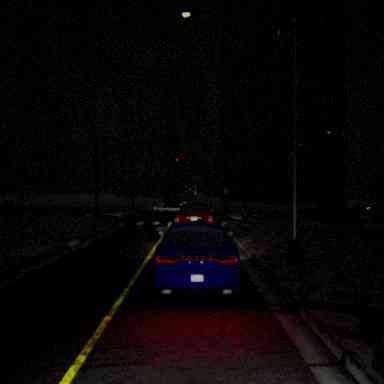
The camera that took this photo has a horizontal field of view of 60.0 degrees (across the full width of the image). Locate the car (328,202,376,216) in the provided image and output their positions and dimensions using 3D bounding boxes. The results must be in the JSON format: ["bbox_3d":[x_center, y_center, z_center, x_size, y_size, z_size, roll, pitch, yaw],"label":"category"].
[{"bbox_3d":[17.804,1.866,37.085,4.403,1.369,2.008,1,-1,0],"label":"car"}]

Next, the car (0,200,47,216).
[{"bbox_3d":[-14.760,1.386,28.481,4.403,1.369,2.008,1,-1,0],"label":"car"}]

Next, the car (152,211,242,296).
[{"bbox_3d":[0.105,1.483,8.731,1.882,1.535,5.008,0,0,0],"label":"car"}]

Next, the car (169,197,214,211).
[{"bbox_3d":[0.129,1.364,17.885,2.097,1.767,4.553,0,0,1],"label":"car"}]

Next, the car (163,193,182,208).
[{"bbox_3d":[-3.066,1.253,50.262,2.150,2.045,5.566,0,0,1],"label":"car"}]

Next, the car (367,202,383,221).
[{"bbox_3d":[17.962,1.842,28.561,4.829,1.417,1.752,1,-1,0],"label":"car"}]

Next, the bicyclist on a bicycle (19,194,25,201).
[{"bbox_3d":[-20.478,1.057,39.968,0.582,1.620,1.656,1,0,0],"label":"bicyclist on a bicycle"}]

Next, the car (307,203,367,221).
[{"bbox_3d":[12.149,1.793,28.563,4.313,1.339,1.947,1,-1,0],"label":"car"}]

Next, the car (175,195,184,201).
[{"bbox_3d":[-2.971,1.461,81.772,2.128,1.511,4.902,0,0,0],"label":"car"}]
